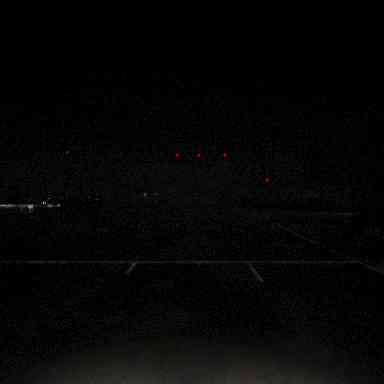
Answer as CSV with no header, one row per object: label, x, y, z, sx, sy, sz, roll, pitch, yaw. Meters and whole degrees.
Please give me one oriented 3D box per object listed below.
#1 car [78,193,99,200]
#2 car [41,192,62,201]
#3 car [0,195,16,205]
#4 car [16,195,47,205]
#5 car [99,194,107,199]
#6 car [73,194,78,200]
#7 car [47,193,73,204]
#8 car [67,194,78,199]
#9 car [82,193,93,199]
car,-21.090,1.054,68.115,1.837,1.490,4.892,0,0,0
car,-28.088,0.919,66.633,2.097,1.767,4.553,0,0,0
car,-28.137,1.213,51.837,2.033,1.411,5.357,0,0,0
car,-24.644,1.196,51.213,1.812,1.442,4.674,0,0,0
car,-22.506,1.044,83.285,1.895,1.301,4.718,0,0,-10
car,-24.590,1.099,67.325,2.033,1.411,5.357,0,0,0
car,-21.143,1.010,52.884,2.097,1.767,4.553,0,1,0
car,-29.323,1.055,81.693,1.895,1.301,4.718,0,0,-10
car,-26.003,0.929,82.907,1.882,1.535,5.008,0,0,-10
